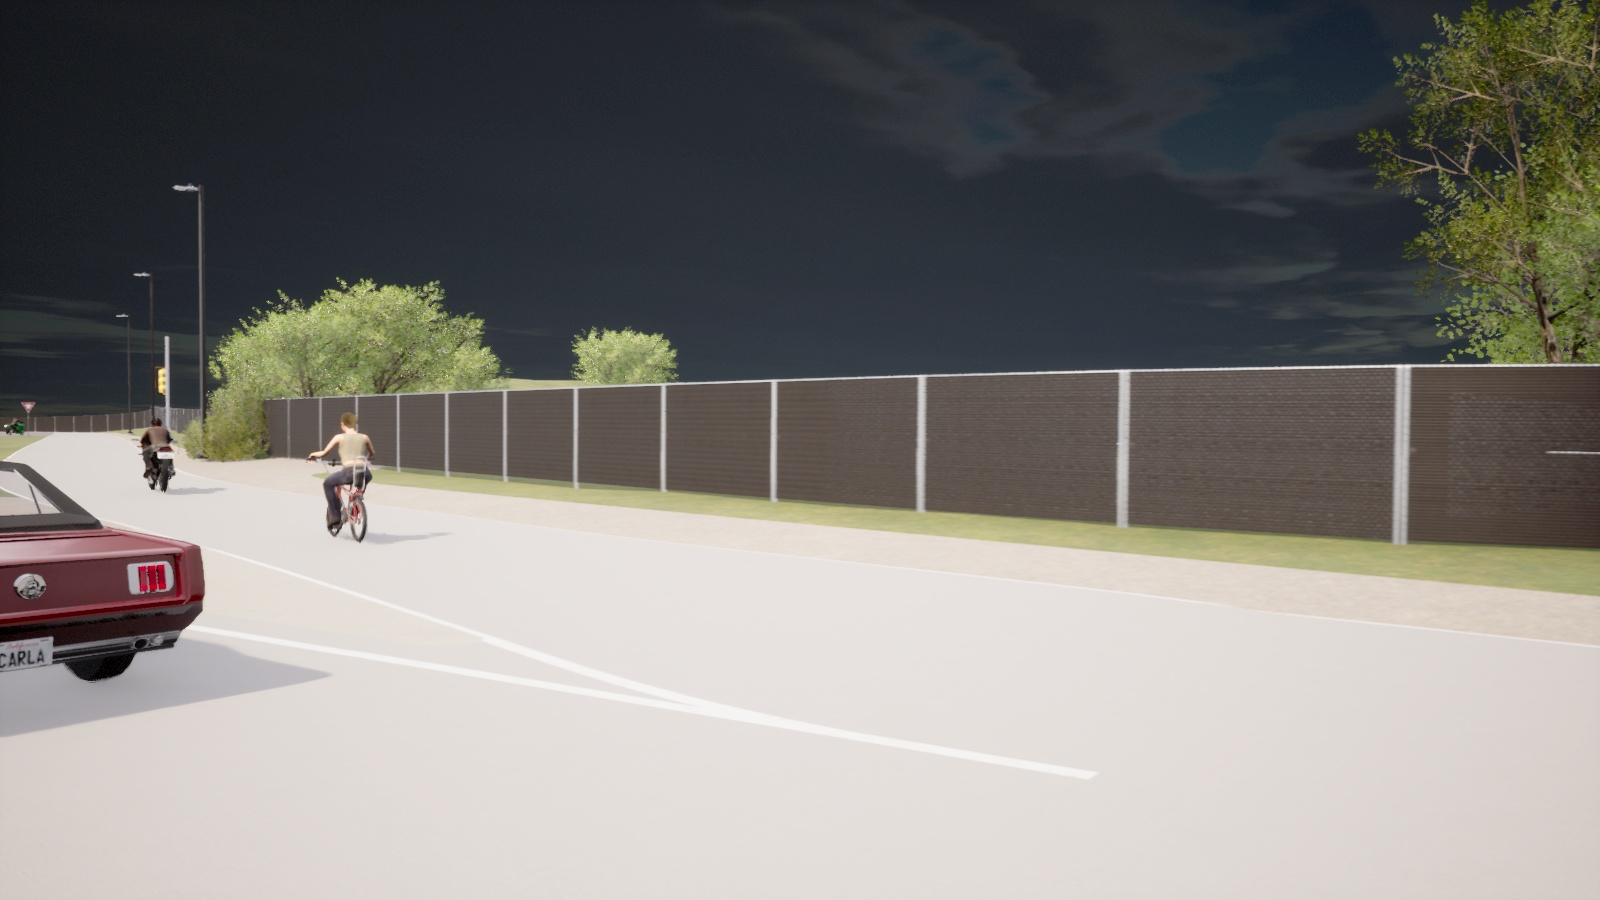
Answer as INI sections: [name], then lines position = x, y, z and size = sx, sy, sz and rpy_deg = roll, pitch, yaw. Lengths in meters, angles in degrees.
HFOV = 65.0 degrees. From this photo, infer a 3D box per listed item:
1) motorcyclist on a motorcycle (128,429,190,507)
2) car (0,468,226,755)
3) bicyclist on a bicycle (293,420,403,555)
[motorcyclist on a motorcycle]
position = -13.181, 0.342, 25.788
size = 0.797, 1.523, 2.044
rpy_deg = -2, 2, -36
[car]
position = -5.630, 0.782, 7.366
size = 4.718, 1.301, 1.895
rpy_deg = 0, 1, 34
[bicyclist on a bicycle]
position = -5.712, 0.435, 15.828
size = 0.866, 1.612, 1.509
rpy_deg = -1, 1, -38
